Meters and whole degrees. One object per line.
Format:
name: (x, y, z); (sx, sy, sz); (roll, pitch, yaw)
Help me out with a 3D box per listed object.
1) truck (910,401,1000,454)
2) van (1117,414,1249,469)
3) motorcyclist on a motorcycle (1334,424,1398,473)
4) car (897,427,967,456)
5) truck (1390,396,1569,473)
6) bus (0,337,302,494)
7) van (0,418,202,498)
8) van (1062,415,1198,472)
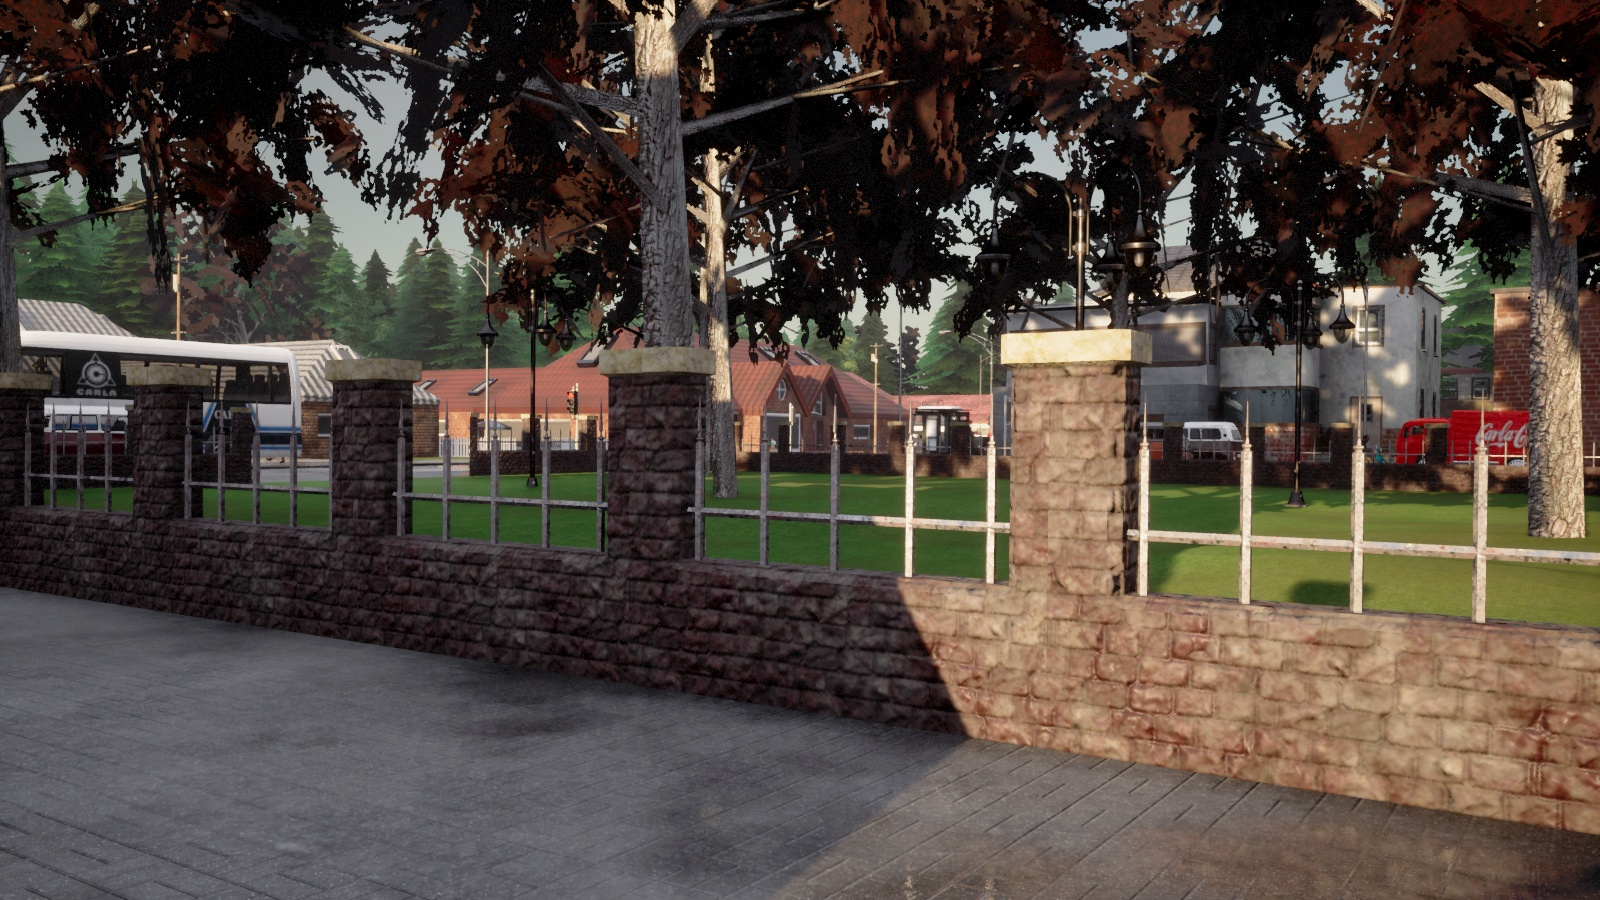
truck: (10.791, -1.529, 86.497); (2.891, 3.462, 7.936); (0, 1, 34)
van: (14.833, -0.345, 48.741); (4.480, 2.038, 2.069); (0, 1, 34)
motorcyclist on a motorcycle: (18.643, -0.048, 41.342); (1.817, 1.590, 0.866); (0, 1, 32)
car: (7.943, -0.520, 74.995); (2.242, 1.667, 4.611); (0, 1, 34)
truck: (23.316, -0.546, 43.113); (5.204, 2.467, 2.627); (1, 1, 32)
bus: (-21.069, -0.981, 38.610); (3.944, 4.253, 10.273); (0, 1, 33)
van: (-19.074, 0.159, 34.308); (2.069, 2.038, 4.480); (0, 1, 33)
van: (12.015, -0.249, 45.764); (4.442, 1.987, 1.775); (0, 1, 32)
